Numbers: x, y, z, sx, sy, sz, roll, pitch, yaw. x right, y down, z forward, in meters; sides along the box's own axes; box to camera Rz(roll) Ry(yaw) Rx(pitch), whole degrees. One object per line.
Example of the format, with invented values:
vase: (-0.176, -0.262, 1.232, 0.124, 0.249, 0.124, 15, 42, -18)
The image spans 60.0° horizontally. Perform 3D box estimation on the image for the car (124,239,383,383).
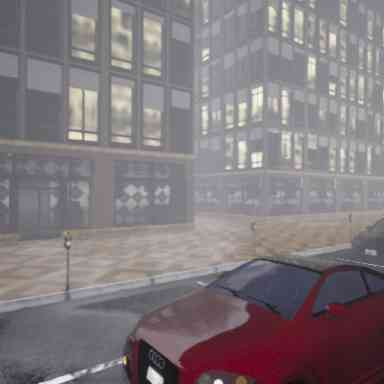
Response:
car: (1.280, 1.563, 4.268, 4.181, 1.385, 1.994, 0, 0, -35)

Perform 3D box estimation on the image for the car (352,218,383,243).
car: (7.504, 1.561, 11.908, 4.313, 1.339, 1.947, 0, 0, -36)
